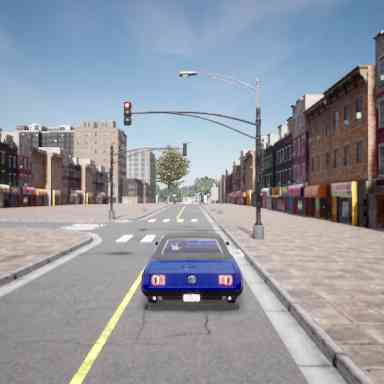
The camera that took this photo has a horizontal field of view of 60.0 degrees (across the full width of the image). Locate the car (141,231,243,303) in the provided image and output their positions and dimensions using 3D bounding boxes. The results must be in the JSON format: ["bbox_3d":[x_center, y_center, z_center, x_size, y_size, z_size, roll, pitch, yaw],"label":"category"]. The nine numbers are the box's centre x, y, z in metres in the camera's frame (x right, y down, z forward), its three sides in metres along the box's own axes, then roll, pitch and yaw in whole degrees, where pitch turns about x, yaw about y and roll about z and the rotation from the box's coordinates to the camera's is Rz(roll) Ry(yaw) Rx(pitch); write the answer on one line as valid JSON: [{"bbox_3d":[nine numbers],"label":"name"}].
[{"bbox_3d":[0.006,1.625,8.228,1.895,1.301,4.718,0,0,0],"label":"car"}]
